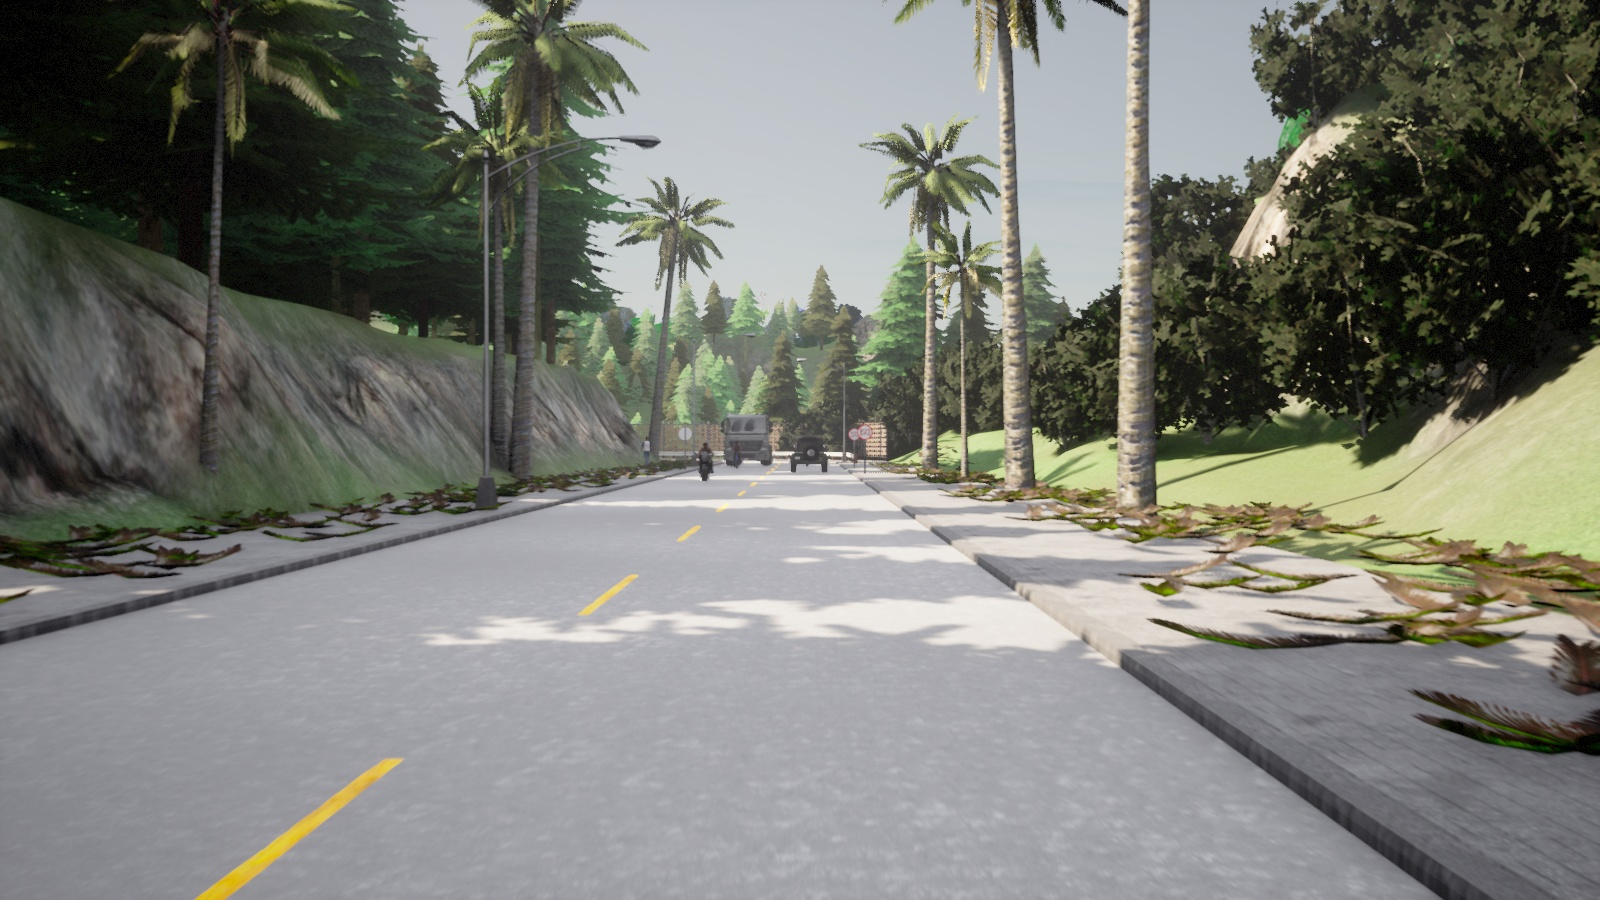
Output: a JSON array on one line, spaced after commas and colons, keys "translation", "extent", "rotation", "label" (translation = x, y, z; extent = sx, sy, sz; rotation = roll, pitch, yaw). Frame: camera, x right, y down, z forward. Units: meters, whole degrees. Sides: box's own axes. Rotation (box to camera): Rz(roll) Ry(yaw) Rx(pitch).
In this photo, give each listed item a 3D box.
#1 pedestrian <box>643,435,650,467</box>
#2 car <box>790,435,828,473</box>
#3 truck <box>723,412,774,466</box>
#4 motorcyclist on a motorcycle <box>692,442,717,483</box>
[{"translation": [-8.807, 0.041, 72.160], "extent": [0.354, 1.836, 0.706], "rotation": [0, 0, -12], "label": "pedestrian"}, {"translation": [0.471, 0.178, 64.883], "extent": [1.905, 1.878, 3.866], "rotation": [0, 1, 0], "label": "car"}, {"translation": [-3.355, -0.709, 83.601], "extent": [2.891, 3.462, 7.936], "rotation": [0, 0, 1], "label": "truck"}, {"translation": [-3.652, 0.452, 48.265], "extent": [0.797, 1.523, 2.044], "rotation": [0, 1, 0], "label": "motorcyclist on a motorcycle"}]
